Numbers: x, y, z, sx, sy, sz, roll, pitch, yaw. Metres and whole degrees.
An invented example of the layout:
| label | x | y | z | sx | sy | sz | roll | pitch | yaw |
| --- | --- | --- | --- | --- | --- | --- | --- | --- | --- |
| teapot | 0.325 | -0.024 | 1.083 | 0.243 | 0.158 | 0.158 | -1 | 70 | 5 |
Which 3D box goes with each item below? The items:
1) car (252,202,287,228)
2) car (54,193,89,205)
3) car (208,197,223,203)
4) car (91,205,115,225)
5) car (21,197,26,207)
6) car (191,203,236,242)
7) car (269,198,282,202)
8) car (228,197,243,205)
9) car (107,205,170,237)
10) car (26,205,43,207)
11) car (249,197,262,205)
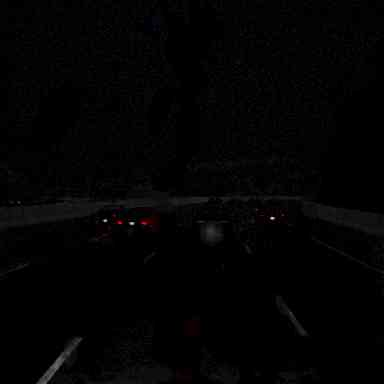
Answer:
| label | x | y | z | sx | sy | sz | roll | pitch | yaw |
| --- | --- | --- | --- | --- | --- | --- | --- | --- | --- |
| car | 5.368 | 1.630 | 22.986 | 1.994 | 1.385 | 4.181 | 1 | 0 | 8 |
| car | -15.765 | 1.113 | 44.404 | 2.150 | 2.045 | 5.566 | 1 | 0 | 14 |
| car | 4.335 | 1.596 | 61.691 | 1.812 | 1.442 | 4.674 | 0 | 0 | 21 |
| car | -5.282 | 1.555 | 23.561 | 1.895 | 1.301 | 4.718 | 1 | 0 | 8 |
| car | -22.625 | 1.297 | 45.824 | 1.837 | 1.490 | 4.892 | 1 | 0 | 14 |
| car | 1.058 | 1.509 | 16.600 | 2.128 | 1.511 | 4.902 | 0 | 0 | 6 |
| car | 15.253 | 1.749 | 60.465 | 1.994 | 1.385 | 4.181 | 1 | 0 | 21 |
| car | 8.038 | 1.673 | 61.547 | 1.994 | 1.385 | 4.181 | 1 | 0 | 21 |
| car | -2.515 | 1.528 | 18.090 | 2.033 | 1.411 | 5.357 | 1 | 0 | 7 |
| car | -19.374 | 1.340 | 44.365 | 1.812 | 1.442 | 4.674 | 1 | 0 | 13 |
| car | 11.669 | 1.639 | 61.177 | 2.128 | 1.511 | 4.902 | 0 | 0 | 21 |
